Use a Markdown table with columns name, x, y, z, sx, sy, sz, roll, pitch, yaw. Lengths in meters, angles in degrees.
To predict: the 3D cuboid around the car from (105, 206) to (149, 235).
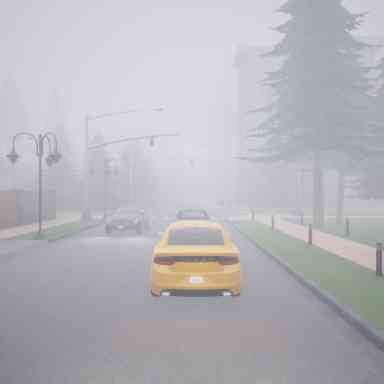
| name | x | y | z | sx | sy | sz | roll | pitch | yaw |
| --- | --- | --- | --- | --- | --- | --- | --- | --- | --- |
| car | -3.592 | 1.525 | 19.135 | 1.812 | 1.442 | 4.674 | 0 | 0 | 0 |

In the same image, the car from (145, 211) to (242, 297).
| name | x | y | z | sx | sy | sz | roll | pitch | yaw |
| --- | --- | --- | --- | --- | --- | --- | --- | --- | --- |
| car | 0.078 | 1.478 | 8.636 | 1.882 | 1.535 | 5.008 | 0 | 0 | 0 |
